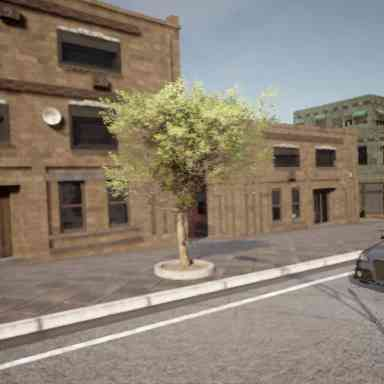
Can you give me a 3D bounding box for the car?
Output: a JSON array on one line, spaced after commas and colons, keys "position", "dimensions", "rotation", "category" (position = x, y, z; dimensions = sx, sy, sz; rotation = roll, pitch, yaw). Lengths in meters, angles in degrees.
[{"position": [5.828, 1.532, 8.146], "dimensions": [4.181, 1.385, 1.994], "rotation": [0, 0, -35], "category": "car"}]
